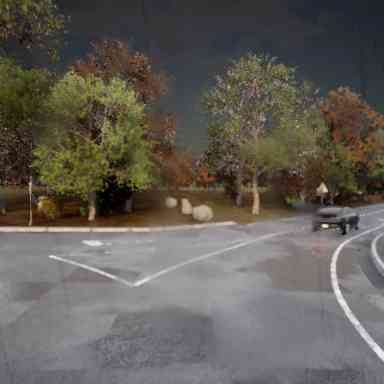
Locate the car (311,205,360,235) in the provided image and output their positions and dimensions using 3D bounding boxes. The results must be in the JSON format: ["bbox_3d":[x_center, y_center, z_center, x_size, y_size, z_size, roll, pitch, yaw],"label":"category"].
[{"bbox_3d":[8.537,1.559,19.579,1.837,1.490,4.892,2,1,38],"label":"car"}]
